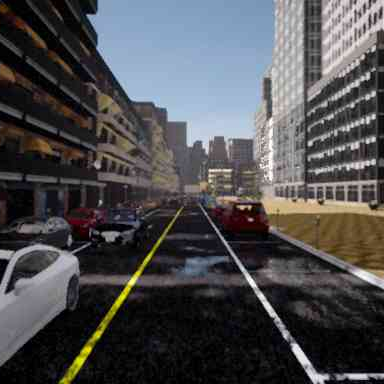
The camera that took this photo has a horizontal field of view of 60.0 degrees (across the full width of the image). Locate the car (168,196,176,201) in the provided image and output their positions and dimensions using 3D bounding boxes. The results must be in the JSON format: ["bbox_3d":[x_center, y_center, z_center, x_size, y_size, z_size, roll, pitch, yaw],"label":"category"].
[{"bbox_3d":[-5.728,1.874,94.955,2.008,1.369,4.403,0,0,0],"label":"car"}]

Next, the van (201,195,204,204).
[{"bbox_3d":[2.667,1.487,50.744,1.690,1.788,3.998,0,0,0],"label":"van"}]

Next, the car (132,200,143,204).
[{"bbox_3d":[-5.705,1.658,28.635,1.802,1.307,4.206,0,0,0],"label":"car"}]

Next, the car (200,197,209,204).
[{"bbox_3d":[2.659,1.757,73.020,1.752,1.417,4.829,0,0,0],"label":"car"}]

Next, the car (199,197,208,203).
[{"bbox_3d":[2.658,1.835,78.377,1.802,1.307,4.206,0,0,0],"label":"car"}]

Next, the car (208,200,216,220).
[{"bbox_3d":[2.675,1.622,28.638,1.887,1.381,4.507,0,0,0],"label":"car"}]

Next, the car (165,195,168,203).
[{"bbox_3d":[-5.719,1.753,67.321,1.887,1.381,4.507,0,0,0],"label":"car"}]

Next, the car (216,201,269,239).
[{"bbox_3d":[2.678,1.360,17.584,2.192,1.841,5.009,0,0,0],"label":"car"}]

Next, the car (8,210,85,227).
[{"bbox_3d":[-5.699,1.580,12.055,2.008,1.369,4.403,0,0,0],"label":"car"}]

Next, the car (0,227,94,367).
[{"bbox_3d":[-3.093,1.537,4.911,1.812,1.442,4.674,0,0,0],"label":"car"}]

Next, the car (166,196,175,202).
[{"bbox_3d":[-5.726,1.850,89.428,2.008,1.369,4.403,0,0,0],"label":"car"}]

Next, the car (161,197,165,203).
[{"bbox_3d":[-5.712,1.691,50.741,1.887,1.381,4.507,0,0,0],"label":"car"}]

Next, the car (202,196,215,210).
[{"bbox_3d":[2.670,1.654,45.388,1.752,1.417,4.829,0,0,0],"label":"car"}]

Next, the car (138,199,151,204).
[{"bbox_3d":[-5.708,1.533,34.162,1.967,1.590,4.097,0,0,0],"label":"car"}]

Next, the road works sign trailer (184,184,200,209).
[{"bbox_3d":[-0.018,0.603,48.743,2.380,3.560,2.880,0,0,0],"label":"road works sign trailer"}]

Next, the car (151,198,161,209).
[{"bbox_3d":[-5.710,1.652,45.045,1.752,1.417,4.829,0,0,0],"label":"car"}]

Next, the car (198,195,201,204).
[{"bbox_3d":[2.661,1.649,67.324,1.967,1.590,4.097,0,0,0],"label":"car"}]

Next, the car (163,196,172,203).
[{"bbox_3d":[-5.723,1.777,78.205,1.752,1.417,4.829,0,0,0],"label":"car"}]

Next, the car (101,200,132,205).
[{"bbox_3d":[-5.704,1.501,23.109,1.967,1.590,4.097,0,0,0],"label":"car"}]

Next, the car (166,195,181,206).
[{"bbox_3d":[-3.065,1.740,59.293,1.994,1.385,4.181,0,0,0],"label":"car"}]

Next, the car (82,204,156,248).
[{"bbox_3d":[-3.079,1.529,15.008,2.128,1.511,4.902,0,0,0],"label":"car"}]

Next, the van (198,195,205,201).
[{"bbox_3d":[2.651,1.665,94.958,1.690,1.788,3.998,0,0,0],"label":"van"}]

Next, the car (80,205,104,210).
[{"bbox_3d":[-5.701,1.589,17.581,1.887,1.381,4.507,0,0,0],"label":"car"}]

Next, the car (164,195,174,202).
[{"bbox_3d":[-5.726,1.591,83.902,2.192,1.841,5.009,0,0,0],"label":"car"}]

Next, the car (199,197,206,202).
[{"bbox_3d":[2.656,1.858,83.903,1.802,1.307,4.206,0,0,0],"label":"car"}]
